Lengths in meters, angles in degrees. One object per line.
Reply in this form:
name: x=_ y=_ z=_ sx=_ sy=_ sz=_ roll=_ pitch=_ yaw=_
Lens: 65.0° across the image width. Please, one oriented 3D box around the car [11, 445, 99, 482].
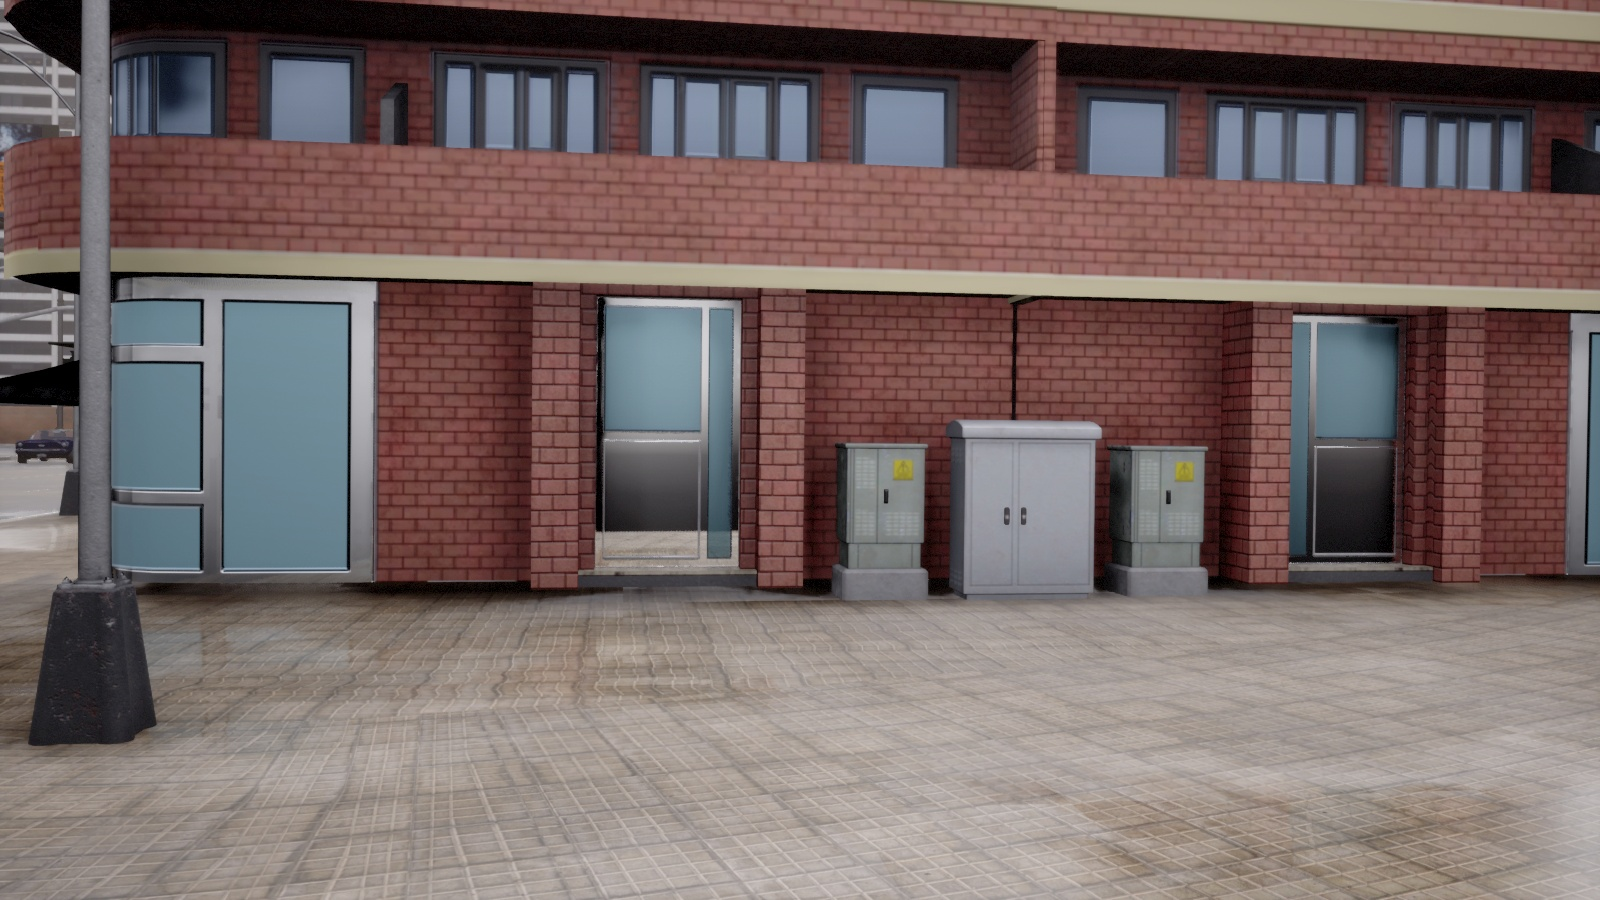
car: x=-28.767 y=0.474 z=48.621 sx=1.895 sy=1.301 sz=4.718 roll=-1 pitch=1 yaw=-18
